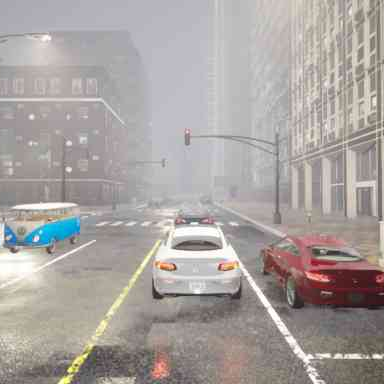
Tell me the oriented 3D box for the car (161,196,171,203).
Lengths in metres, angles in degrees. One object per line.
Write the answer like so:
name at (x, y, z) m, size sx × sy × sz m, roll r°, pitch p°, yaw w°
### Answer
car at (-5.703, 1.598, 73.752) m, size 1.802 × 1.307 × 4.206 m, roll 1°, pitch 0°, yaw 0°

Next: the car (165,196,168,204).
car at (-5.697, 1.564, 56.788) m, size 2.008 × 1.369 × 4.403 m, roll 1°, pitch 0°, yaw 0°

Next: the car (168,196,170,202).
car at (-5.699, 1.580, 62.443) m, size 1.947 × 1.339 × 4.313 m, roll 1°, pitch 0°, yaw 0°

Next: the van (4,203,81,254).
van at (-5.766, 1.345, 13.217) m, size 1.690 × 1.788 × 3.998 m, roll 1°, pitch 0°, yaw 0°

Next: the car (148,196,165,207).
car at (-5.695, 1.563, 51.133) m, size 2.008 × 1.369 × 4.403 m, roll 1°, pitch 0°, yaw 0°

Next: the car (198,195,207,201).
car at (2.674, 1.569, 85.066) m, size 2.008 × 1.369 × 4.403 m, roll 1°, pitch 0°, yaw 0°

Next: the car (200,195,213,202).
car at (2.683, 1.596, 56.793) m, size 1.802 × 1.307 × 4.206 m, roll 1°, pitch 0°, yaw 0°

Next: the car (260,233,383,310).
car at (2.699, 1.584, 7.536) m, size 1.802 × 1.307 × 4.206 m, roll 1°, pitch 0°, yaw 0°

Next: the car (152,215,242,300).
car at (0.102, 1.528, 8.298) m, size 1.812 × 1.442 × 4.674 m, roll 0°, pitch 0°, yaw 0°

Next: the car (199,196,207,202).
car at (2.676, 1.599, 79.412) m, size 1.802 × 1.307 × 4.206 m, roll 1°, pitch 0°, yaw 0°

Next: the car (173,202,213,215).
car at (0.071, 1.509, 17.410) m, size 2.163 × 1.488 × 4.792 m, roll 0°, pitch 0°, yaw -1°

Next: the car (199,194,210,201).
car at (2.685, 1.330, 62.448) m, size 2.192 × 1.841 × 5.009 m, roll 1°, pitch 0°, yaw 0°
